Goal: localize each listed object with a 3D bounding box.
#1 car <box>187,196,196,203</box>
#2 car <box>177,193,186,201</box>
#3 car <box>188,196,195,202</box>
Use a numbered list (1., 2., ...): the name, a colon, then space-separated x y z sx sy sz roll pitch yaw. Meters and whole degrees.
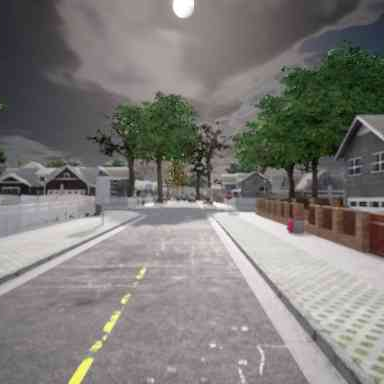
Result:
1. car: -0.023 1.933 81.638 1.812 1.442 4.674 0 -1 0
2. car: -2.776 1.320 86.654 2.150 2.045 5.566 0 -1 0
3. car: -0.027 1.926 91.678 1.837 1.490 4.892 0 -1 0
